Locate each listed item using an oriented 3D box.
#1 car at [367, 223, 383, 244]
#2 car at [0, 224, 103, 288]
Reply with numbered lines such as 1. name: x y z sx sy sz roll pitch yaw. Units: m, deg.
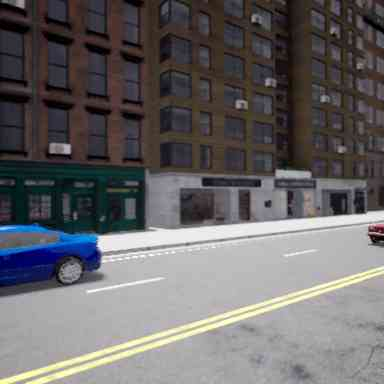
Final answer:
1. car: 10.006 1.685 15.290 4.718 1.301 1.895 0 -1 -37
2. car: -4.764 1.597 8.244 5.008 1.535 1.882 0 -1 -37
